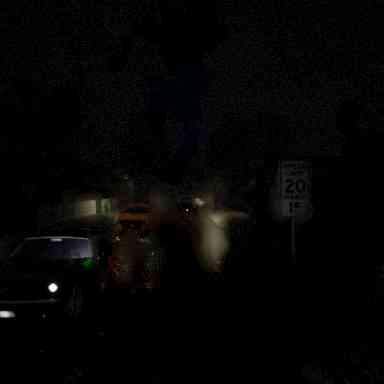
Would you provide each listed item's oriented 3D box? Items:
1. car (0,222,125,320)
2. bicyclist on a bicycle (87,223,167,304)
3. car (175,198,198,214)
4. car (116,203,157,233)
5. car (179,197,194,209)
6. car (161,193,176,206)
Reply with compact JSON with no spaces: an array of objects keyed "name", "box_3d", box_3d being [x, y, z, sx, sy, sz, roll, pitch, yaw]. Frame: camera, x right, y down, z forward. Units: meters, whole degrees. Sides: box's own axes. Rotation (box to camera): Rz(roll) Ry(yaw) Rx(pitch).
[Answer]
[{"name":"car","box_3d":[-2.959,1.598,7.401,1.895,1.301,4.718,0,0,-1]},{"name":"bicyclist on a bicycle","box_3d":[-1.340,1.447,6.715,1.656,1.620,0.582,-2,0,-1]},{"name":"car","box_3d":[-0.502,1.485,34.666,1.837,1.490,4.892,0,0,-1]},{"name":"car","box_3d":[-3.158,1.469,19.708,1.882,1.535,5.008,0,0,-1]},{"name":"car","box_3d":[-0.717,1.515,46.248,2.033,1.411,5.357,0,0,0]},{"name":"car","box_3d":[-3.749,1.175,54.536,2.150,2.045,5.566,0,0,-1]}]
